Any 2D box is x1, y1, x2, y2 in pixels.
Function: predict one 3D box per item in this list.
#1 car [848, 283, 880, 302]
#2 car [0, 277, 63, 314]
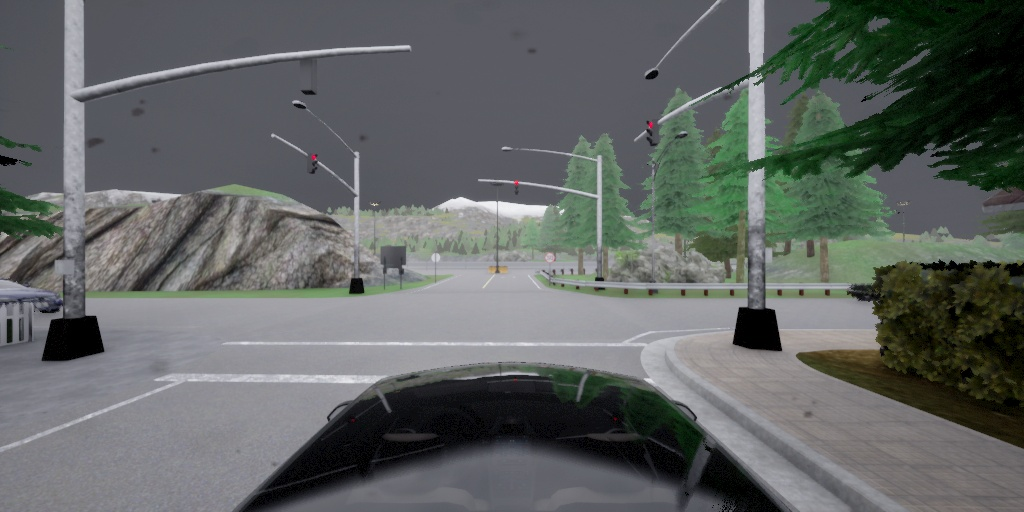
[{"bbox_3d":[18.263,1.540,16.227,4.718,1.301,1.895,0,0,0],"label":"car"},{"bbox_3d":[-19.017,1.466,12.739,4.674,1.442,1.812,0,0,0],"label":"car"}]
